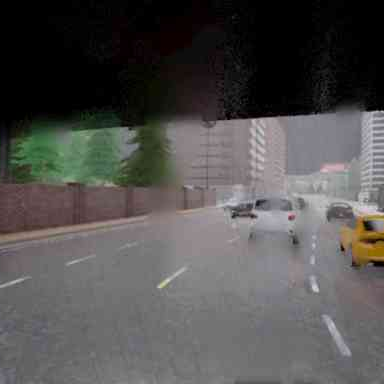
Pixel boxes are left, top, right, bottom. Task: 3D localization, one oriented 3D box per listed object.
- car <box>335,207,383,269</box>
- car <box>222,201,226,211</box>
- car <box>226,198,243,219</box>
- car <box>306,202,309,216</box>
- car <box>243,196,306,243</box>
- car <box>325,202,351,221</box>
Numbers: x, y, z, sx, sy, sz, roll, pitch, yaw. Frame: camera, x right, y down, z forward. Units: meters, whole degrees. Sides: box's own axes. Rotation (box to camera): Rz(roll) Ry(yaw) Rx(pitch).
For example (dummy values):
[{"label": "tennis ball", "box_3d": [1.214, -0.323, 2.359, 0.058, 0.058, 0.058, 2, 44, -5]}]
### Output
[{"label": "car", "box_3d": [6.075, 1.501, 10.971, 1.882, 1.535, 5.008, 1, 0, 19]}, {"label": "car", "box_3d": [4.952, 1.438, 38.634, 1.812, 1.442, 4.674, 1, 0, 21]}, {"label": "car", "box_3d": [4.579, 1.452, 27.830, 1.837, 1.490, 4.892, 1, 0, 21]}, {"label": "car", "box_3d": [10.561, 1.342, 33.273, 2.097, 1.767, 4.553, 1, 0, 20]}, {"label": "car", "box_3d": [4.256, 1.208, 16.373, 2.150, 2.045, 5.566, 1, 0, 20]}, {"label": "car", "box_3d": [11.940, 1.552, 27.032, 1.812, 1.442, 4.674, 1, 0, 20]}]
